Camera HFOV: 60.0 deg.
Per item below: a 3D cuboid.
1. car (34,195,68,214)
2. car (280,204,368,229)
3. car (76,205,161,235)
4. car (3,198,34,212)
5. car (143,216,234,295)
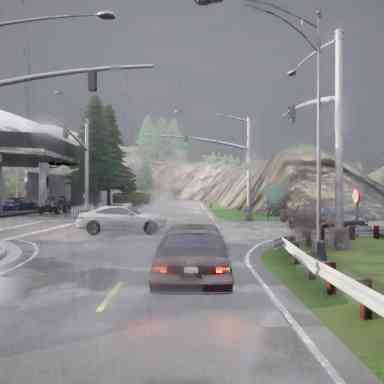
[{"bbox_3d":[-14.587,1.313,35.214,1.905,1.878,3.866,0,0,-1],"label":"car"},{"bbox_3d":[6.711,1.358,17.614,2.033,1.411,5.357,0,0,-15],"label":"car"},{"bbox_3d":[-3.620,1.415,17.379,4.674,1.442,1.812,0,0,-1],"label":"car"},{"bbox_3d":[-20.302,1.480,39.482,2.242,1.667,4.611,0,0,-1],"label":"car"},{"bbox_3d":[0.035,1.547,8.895,2.033,1.411,5.357,0,0,1],"label":"car"}]
